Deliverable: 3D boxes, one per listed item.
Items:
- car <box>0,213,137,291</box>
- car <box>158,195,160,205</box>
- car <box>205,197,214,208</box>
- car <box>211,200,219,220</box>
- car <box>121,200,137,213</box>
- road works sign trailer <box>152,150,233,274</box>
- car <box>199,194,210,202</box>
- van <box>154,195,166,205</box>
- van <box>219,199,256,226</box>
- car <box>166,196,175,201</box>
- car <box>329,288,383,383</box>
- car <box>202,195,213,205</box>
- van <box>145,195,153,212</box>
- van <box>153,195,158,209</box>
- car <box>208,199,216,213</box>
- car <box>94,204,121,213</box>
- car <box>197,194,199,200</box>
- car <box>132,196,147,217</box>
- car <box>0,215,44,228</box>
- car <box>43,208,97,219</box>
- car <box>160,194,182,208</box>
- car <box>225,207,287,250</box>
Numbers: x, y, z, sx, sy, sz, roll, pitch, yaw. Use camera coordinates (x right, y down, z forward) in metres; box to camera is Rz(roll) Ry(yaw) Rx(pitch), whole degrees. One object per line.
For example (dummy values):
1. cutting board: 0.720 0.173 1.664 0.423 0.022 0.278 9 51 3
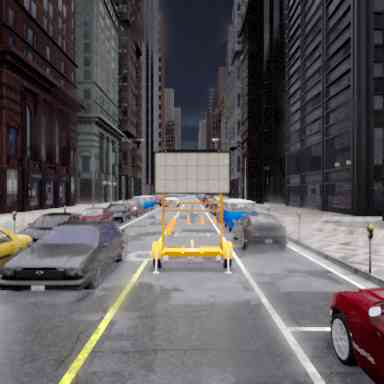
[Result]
1. car: -3.092 1.547 9.334 2.033 1.411 5.357 0 0 0
2. car: -5.713 1.345 53.625 2.192 1.841 5.009 0 0 0
3. car: 2.796 1.564 36.723 2.008 1.369 4.403 0 0 0
4. car: 2.785 1.557 25.451 2.008 1.369 4.403 0 0 0
5. car: -5.740 1.572 25.443 1.947 1.339 4.313 0 0 0
6. road works sign trailer: 0.010 0.465 10.566 2.380 3.560 2.880 0 0 0
7. car: 2.817 1.352 59.268 2.192 1.841 5.009 0 0 0
8. van: -5.708 1.378 59.261 1.690 1.788 3.998 0 0 0
9. van: 2.780 1.344 19.814 1.690 1.788 3.998 0 0 0
10. car: -5.680 1.646 87.445 1.947 1.339 4.313 0 0 0
11. car: 2.764 1.544 2.906 1.887 1.381 4.507 0 0 0
12. car: 2.807 1.569 47.995 1.887 1.381 4.507 0 0 0
13. van: -5.729 1.355 36.716 1.690 1.788 3.998 0 0 0
14. van: -5.724 1.360 42.352 1.690 1.788 3.998 0 0 0
15. car: 2.791 1.591 31.087 1.802 1.307 4.206 0 0 0
16. car: -5.745 1.585 19.806 1.802 1.307 4.206 0 0 0
17. car: 2.840 1.596 81.983 1.752 1.417 4.829 0 0 0
18. car: -5.734 1.449 31.080 1.967 1.590 4.097 0 0 0
19. car: -5.756 1.525 8.363 1.752 1.417 4.829 0 0 0
20. car: -5.750 1.567 14.169 1.947 1.339 4.313 0 0 0
21. car: -3.048 1.246 49.727 2.150 2.045 5.566 0 0 0
22. car: 2.775 1.552 14.178 2.008 1.369 4.403 0 0 0
